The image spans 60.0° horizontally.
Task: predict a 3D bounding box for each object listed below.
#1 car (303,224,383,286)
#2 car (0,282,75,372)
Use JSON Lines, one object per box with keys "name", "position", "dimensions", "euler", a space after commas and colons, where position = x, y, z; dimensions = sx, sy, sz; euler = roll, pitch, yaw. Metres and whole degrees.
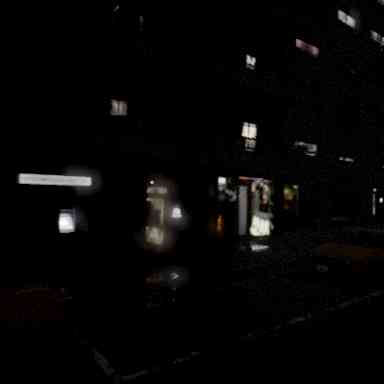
{"name": "car", "position": [5.280, 1.655, 9.845], "dimensions": [4.829, 1.417, 1.752], "euler": [1, 0, -36]}
{"name": "car", "position": [-3.786, 1.509, 3.393], "dimensions": [4.829, 1.417, 1.752], "euler": [1, 0, -36]}
